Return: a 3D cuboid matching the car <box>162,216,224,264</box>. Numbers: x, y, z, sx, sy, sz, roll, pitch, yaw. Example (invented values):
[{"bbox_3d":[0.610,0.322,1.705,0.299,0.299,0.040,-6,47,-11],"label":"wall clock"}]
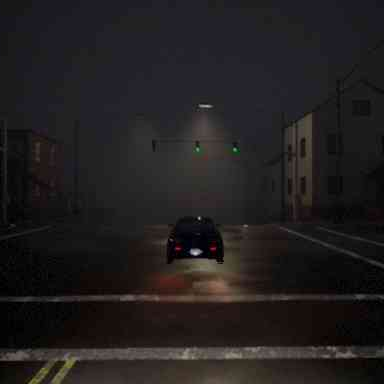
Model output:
[{"bbox_3d":[0.104,1.588,12.032,1.812,1.442,4.674,0,0,0],"label":"car"}]
